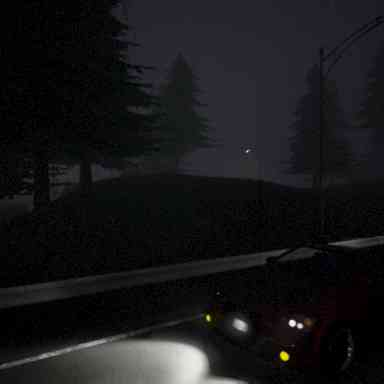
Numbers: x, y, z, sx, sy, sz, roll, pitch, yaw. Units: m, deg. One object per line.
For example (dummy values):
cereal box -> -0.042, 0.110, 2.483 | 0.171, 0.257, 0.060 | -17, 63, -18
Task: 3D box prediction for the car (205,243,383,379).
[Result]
car -> 2.273, 1.614, 5.590 | 4.181, 1.385, 1.994 | 1, 0, -35
